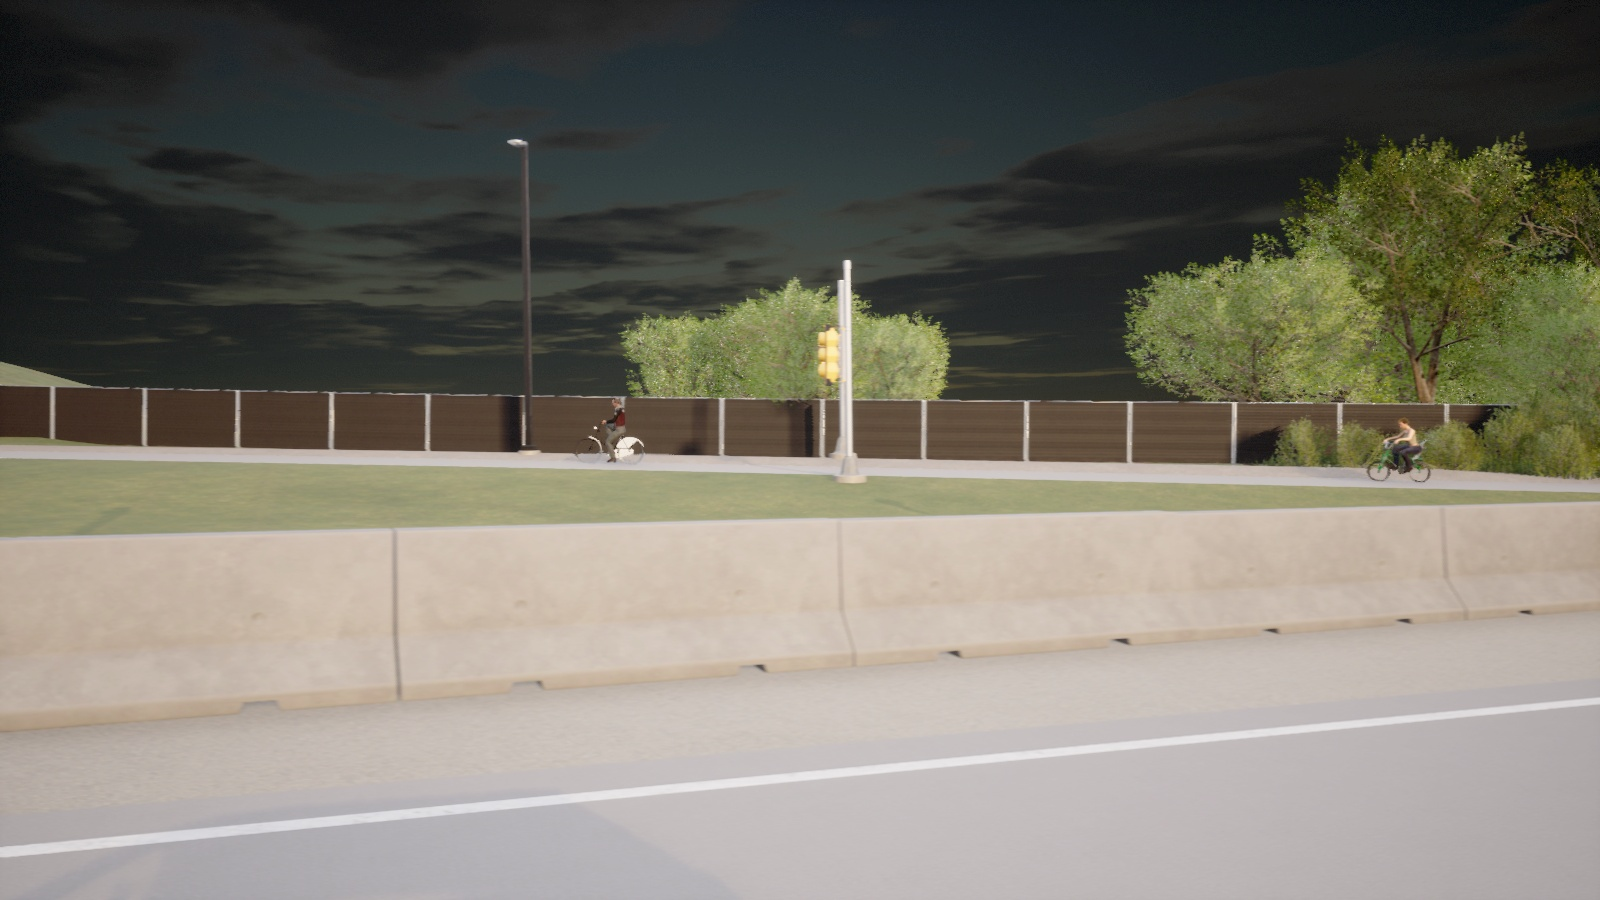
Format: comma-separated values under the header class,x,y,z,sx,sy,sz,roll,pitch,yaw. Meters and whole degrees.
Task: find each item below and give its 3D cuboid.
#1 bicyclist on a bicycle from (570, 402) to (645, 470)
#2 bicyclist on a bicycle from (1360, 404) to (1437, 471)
class,x,y,z,sx,sy,sz,roll,pitch,yaw
bicyclist on a bicycle,-5.064,-0.374,33.088,1.843,1.776,0.659,0,2,6
bicyclist on a bicycle,14.753,-0.311,30.975,1.509,1.612,0.866,0,1,6
